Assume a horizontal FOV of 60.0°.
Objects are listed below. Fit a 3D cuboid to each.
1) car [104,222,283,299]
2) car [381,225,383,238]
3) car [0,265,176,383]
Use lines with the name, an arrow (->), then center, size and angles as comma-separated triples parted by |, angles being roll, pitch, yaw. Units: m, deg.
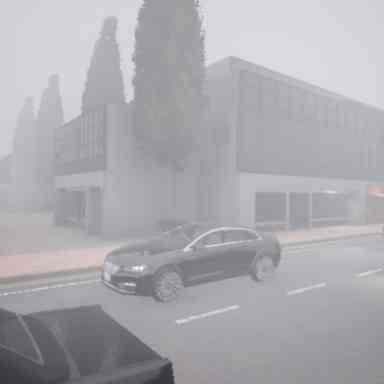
car -> 0.211, 1.553, 8.441 | 4.902, 1.511, 2.128 | 1, -1, -35
car -> 11.263, 1.821, 16.352 | 4.718, 1.301, 1.895 | 1, -1, -35
car -> -2.546, 1.591, 2.170 | 4.718, 1.301, 1.895 | 1, 0, -36
